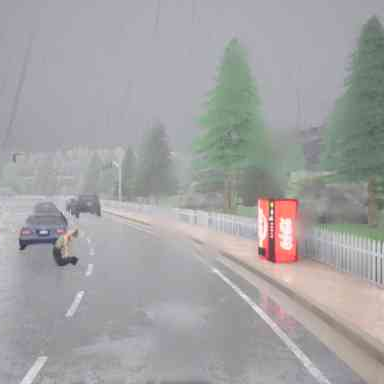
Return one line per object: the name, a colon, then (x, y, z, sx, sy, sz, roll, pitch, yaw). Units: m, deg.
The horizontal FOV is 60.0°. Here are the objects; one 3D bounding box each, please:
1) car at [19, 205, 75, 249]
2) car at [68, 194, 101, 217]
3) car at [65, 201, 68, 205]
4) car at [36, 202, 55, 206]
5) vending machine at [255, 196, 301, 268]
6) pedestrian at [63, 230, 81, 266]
car: (-6.461, 1.547, 14.735, 2.033, 1.411, 5.357, 0, 0, -22)
car: (-10.060, 1.221, 31.450, 2.150, 2.045, 5.566, 0, 0, -25)
car: (-14.293, 1.507, 40.550, 1.837, 1.490, 4.892, 0, 0, -25)
car: (-11.836, 1.547, 26.888, 2.033, 1.411, 5.357, 0, 0, -25)
vending machine: (2.660, 1.195, 10.386, 1.100, 2.100, 0.880, 0, 0, -13)
pedestrian: (-3.643, 1.294, 10.173, 0.375, 1.860, 0.375, 0, 0, -15)
